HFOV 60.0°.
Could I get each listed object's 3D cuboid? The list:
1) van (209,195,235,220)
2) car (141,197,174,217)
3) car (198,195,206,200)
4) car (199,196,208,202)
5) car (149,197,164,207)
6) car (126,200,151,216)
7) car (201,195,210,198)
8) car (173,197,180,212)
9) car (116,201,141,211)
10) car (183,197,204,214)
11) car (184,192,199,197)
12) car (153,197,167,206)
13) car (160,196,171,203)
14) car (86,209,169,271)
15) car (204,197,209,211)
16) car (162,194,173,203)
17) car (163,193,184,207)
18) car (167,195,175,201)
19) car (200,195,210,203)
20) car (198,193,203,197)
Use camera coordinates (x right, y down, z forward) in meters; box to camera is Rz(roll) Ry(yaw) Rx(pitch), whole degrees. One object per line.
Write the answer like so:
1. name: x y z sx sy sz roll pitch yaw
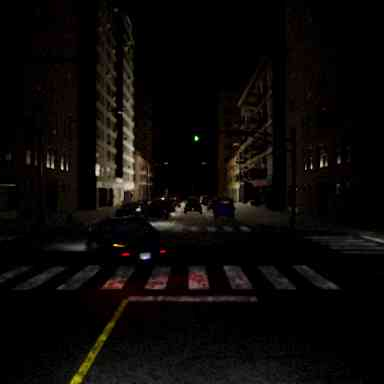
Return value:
1. van: 2.644 1.358 28.420 1.690 1.788 3.998 0 0 0
2. car: -2.829 1.495 28.420 1.882 1.535 5.008 0 0 0
3. car: 2.660 1.588 90.914 1.947 1.339 4.313 0 0 0
4. car: 2.657 1.574 79.551 2.008 1.369 4.403 0 0 0
5. car: -5.375 1.552 50.971 1.752 1.417 4.829 0 0 0
6. car: -5.379 1.565 34.094 1.887 1.381 4.507 0 0 0
7. car: 2.650 1.609 51.145 1.802 1.307 4.206 0 0 0
8. car: -2.788 1.570 38.327 2.033 1.411 5.357 0 0 1
9. car: -5.381 1.568 28.413 2.008 1.369 4.403 0 0 0
10. car: 0.108 1.547 36.179 1.812 1.442 4.674 0 0 0
11. car: 0.041 1.377 61.197 2.097 1.767 4.553 0 0 0
12. car: -5.374 1.592 56.823 1.947 1.339 4.313 0 0 0
13. car: -5.371 1.591 68.186 1.947 1.339 4.313 0 0 0
14. car: -2.257 1.528 10.990 1.812 1.442 4.674 0 0 -26
15. car: 2.647 1.605 39.782 1.802 1.307 4.206 0 0 0
16. car: -5.369 1.340 73.867 2.192 1.841 5.009 0 0 0
17. car: -2.738 1.248 48.839 2.150 2.045 5.566 0 0 0
18. car: -5.367 1.464 85.231 1.967 1.590 4.097 0 0 0
19. car: 2.654 1.465 68.189 1.967 1.590 4.097 0 0 0
20. car: 2.652 1.341 56.826 2.192 1.841 5.009 0 0 0
